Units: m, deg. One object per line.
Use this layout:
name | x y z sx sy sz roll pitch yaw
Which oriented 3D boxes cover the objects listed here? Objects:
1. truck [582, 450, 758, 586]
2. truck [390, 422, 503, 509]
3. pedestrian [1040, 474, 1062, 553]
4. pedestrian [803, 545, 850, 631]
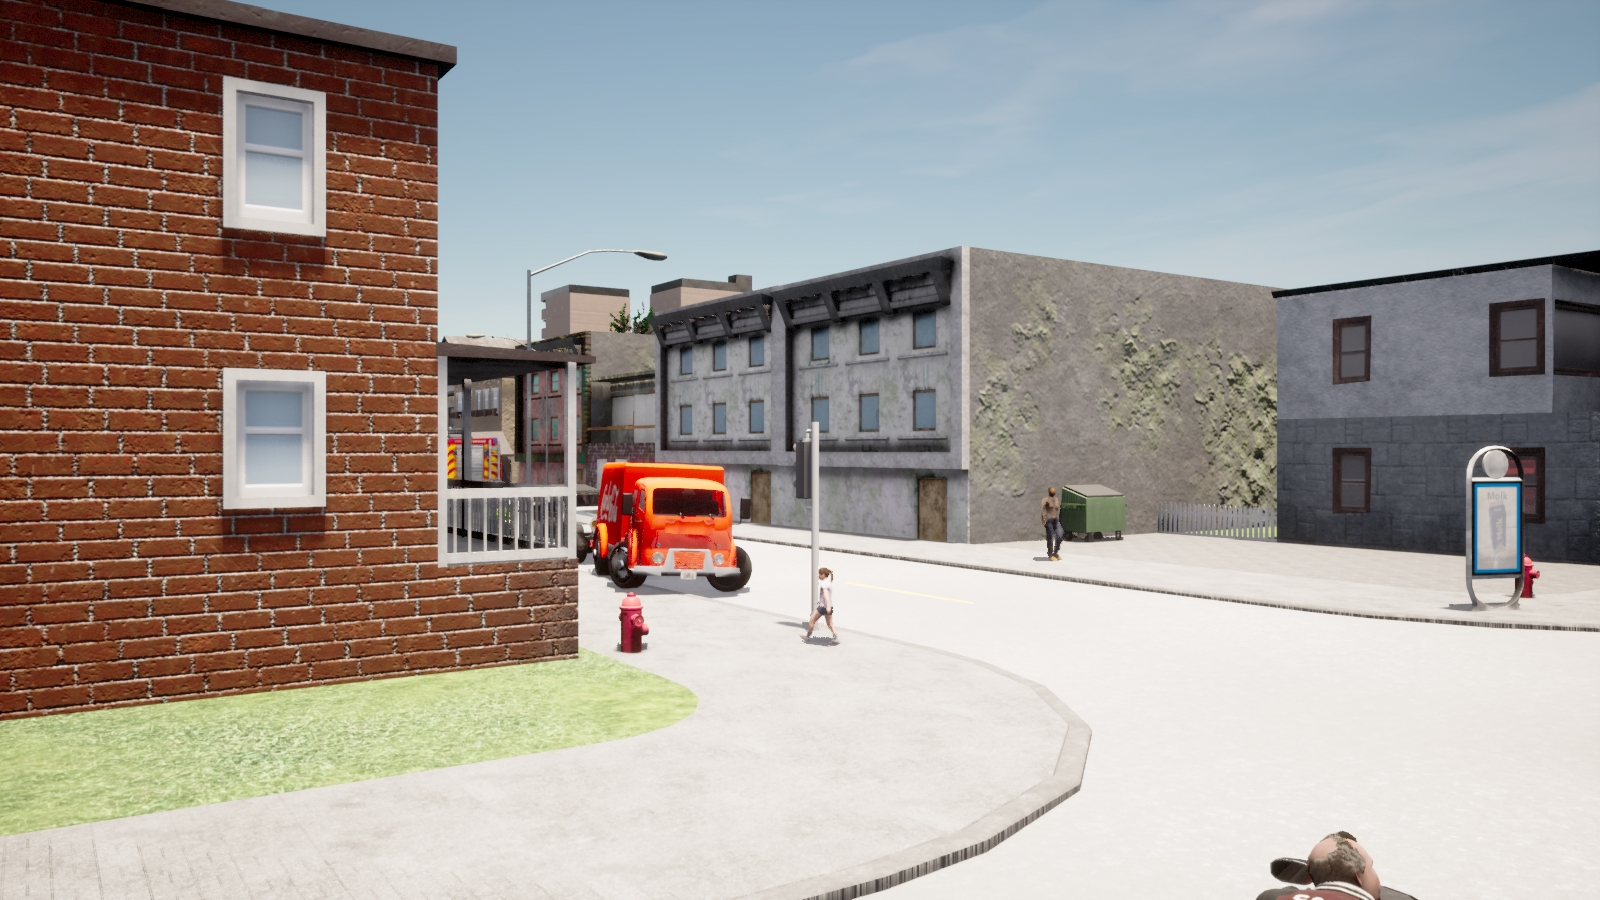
truck | -2.868 1.294 23.855 2.627 2.467 5.204 3 -1 -17
truck | -16.953 0.670 54.321 2.891 3.827 8.468 0 0 -34
pedestrian | 6.062 1.525 27.606 0.375 1.860 0.375 0 0 -25
pedestrian | 0.372 1.897 15.815 0.500 1.100 0.500 0 0 25
